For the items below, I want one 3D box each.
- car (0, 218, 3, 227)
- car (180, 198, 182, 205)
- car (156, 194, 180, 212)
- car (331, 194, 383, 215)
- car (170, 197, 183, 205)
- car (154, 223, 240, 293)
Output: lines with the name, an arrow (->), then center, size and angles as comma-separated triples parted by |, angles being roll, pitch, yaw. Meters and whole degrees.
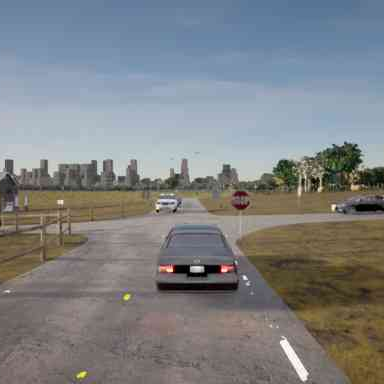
car -> -15.576, 2.028, 22.591 | 5.008, 1.535, 1.882 | -2, 0, 0
car -> -2.865, 1.543, 49.405 | 1.812, 1.442, 4.674 | 0, 0, 0
car -> -2.865, 1.229, 38.363 | 2.150, 2.045, 5.566 | 0, 0, 0
car -> 13.283, 0.926, 25.572 | 4.902, 1.511, 2.128 | -2, 0, -1
car -> -2.843, 1.591, 61.974 | 2.033, 1.411, 5.357 | 0, 0, 0
car -> 0.094, 1.549, 8.976 | 2.033, 1.411, 5.357 | 0, 0, 0
